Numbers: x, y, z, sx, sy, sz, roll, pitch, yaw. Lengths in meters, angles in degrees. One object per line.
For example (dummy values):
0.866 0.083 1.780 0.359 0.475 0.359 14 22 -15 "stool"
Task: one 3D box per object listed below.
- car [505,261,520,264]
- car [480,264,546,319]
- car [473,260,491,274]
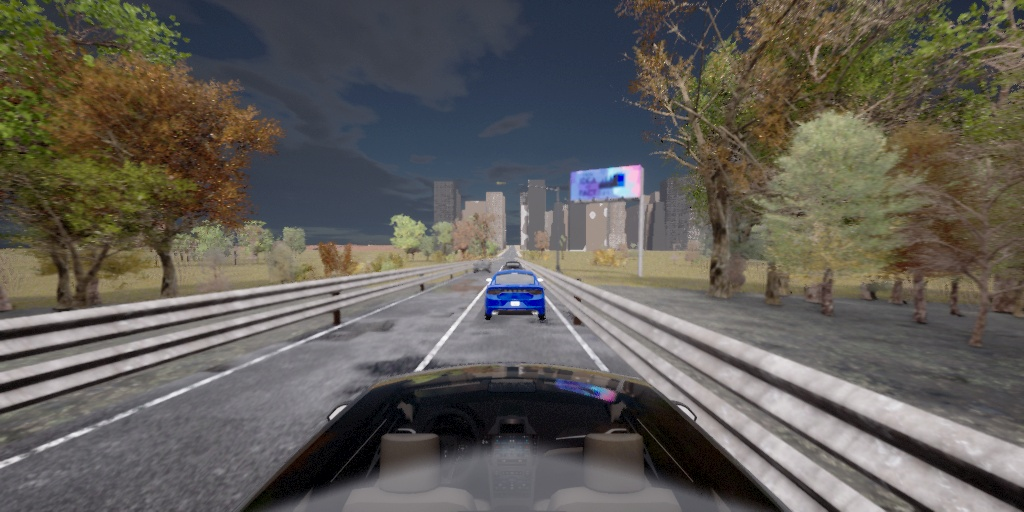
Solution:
0.074 1.245 33.204 1.837 1.490 4.892 0 0 0 "car"
0.090 1.224 12.804 1.882 1.535 5.008 0 0 0 "car"
-3.308 1.245 40.951 1.837 1.490 4.892 0 -1 0 "car"
